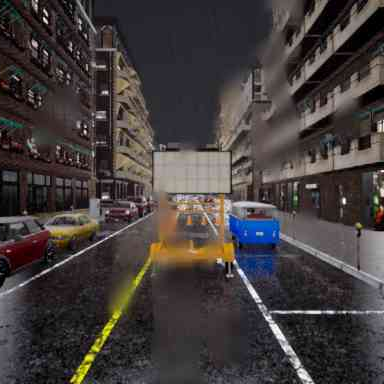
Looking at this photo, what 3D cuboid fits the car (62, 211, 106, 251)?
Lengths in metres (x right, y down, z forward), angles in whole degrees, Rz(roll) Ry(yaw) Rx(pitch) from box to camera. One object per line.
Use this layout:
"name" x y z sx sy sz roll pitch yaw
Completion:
"car" -5.319 1.528 14.218 1.752 1.417 4.829 1 0 0

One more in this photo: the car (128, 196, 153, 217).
"car" -5.329 1.319 31.035 2.192 1.841 5.009 1 0 0

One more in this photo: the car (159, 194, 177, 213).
"car" -2.780 1.356 37.294 2.097 1.767 4.553 0 0 0

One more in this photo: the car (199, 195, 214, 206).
"car" 2.533 1.444 53.257 1.967 1.590 4.097 1 0 0

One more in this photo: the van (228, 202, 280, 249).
"van" 2.564 1.343 14.413 1.690 1.788 3.998 1 0 0

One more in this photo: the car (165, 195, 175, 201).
"car" -5.369 1.553 80.976 2.008 1.369 4.403 1 0 0

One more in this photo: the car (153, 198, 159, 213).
"car" -5.333 1.319 36.584 2.192 1.841 5.009 1 0 0

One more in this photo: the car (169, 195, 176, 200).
"car" -5.378 1.582 92.073 1.802 1.307 4.206 1 0 0

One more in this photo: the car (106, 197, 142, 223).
"car" -5.326 1.443 25.486 1.967 1.590 4.097 1 0 0

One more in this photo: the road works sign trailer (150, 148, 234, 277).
"road works sign trailer" -0.002 0.466 10.214 2.380 3.560 2.880 0 0 0

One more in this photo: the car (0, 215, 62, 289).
"car" -5.314 1.442 8.839 1.967 1.590 4.097 1 0 0

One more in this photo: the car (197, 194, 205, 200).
"car" 2.504 1.441 92.101 1.967 1.590 4.097 1 0 0

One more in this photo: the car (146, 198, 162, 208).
"car" -5.345 1.586 47.682 1.802 1.307 4.206 1 0 0

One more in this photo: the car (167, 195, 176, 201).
"car" -5.374 1.567 86.525 1.947 1.339 4.313 1 0 0

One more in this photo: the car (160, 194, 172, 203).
"car" -5.358 1.318 69.877 2.192 1.841 5.009 1 0 0

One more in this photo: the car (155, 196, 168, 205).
"car" -5.352 1.529 58.610 1.752 1.417 4.829 1 0 0
